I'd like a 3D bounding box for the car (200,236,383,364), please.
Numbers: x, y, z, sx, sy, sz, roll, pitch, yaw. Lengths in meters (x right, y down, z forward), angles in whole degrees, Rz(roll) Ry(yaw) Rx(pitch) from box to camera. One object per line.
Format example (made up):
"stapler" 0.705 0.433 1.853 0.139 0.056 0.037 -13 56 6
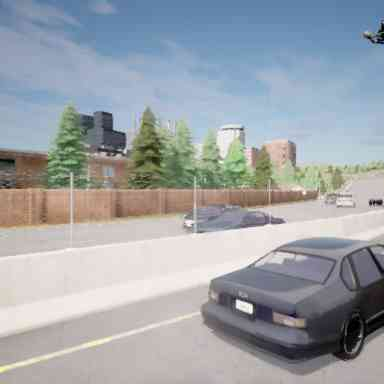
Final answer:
"car" 2.627 1.540 5.963 5.357 1.411 2.033 0 0 -39

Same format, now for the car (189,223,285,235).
"car" 2.206 1.553 15.094 5.357 1.411 2.033 0 0 -42
